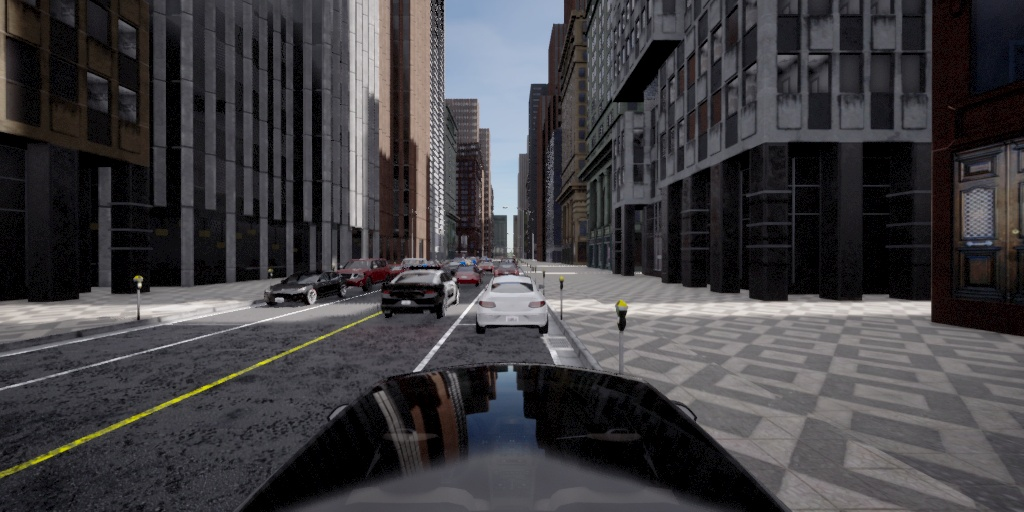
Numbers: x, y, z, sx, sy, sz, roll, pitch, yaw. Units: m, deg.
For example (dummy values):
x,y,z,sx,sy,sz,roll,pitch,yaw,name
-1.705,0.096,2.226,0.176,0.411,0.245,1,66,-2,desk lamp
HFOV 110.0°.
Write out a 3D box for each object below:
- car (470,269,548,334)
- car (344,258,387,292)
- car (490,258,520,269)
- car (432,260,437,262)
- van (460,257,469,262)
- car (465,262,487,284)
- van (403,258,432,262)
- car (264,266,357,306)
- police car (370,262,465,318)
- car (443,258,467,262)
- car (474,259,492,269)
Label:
x,y,z,sx,sy,sz,roll,pitch,yaw,name
0.003,1.275,10.501,1.812,1.442,4.674,0,0,0,car
-8.908,1.064,21.556,2.192,1.841,5.009,0,0,0,car
-0.383,1.189,27.203,1.967,1.591,4.097,0,0,0,car
-8.908,1.189,38.467,1.967,1.591,4.097,0,0,0,car
-8.908,1.090,61.014,1.690,1.789,3.998,0,0,0,van
-3.071,1.313,25.068,1.994,1.385,4.181,0,0,0,car
-8.908,1.090,32.830,1.690,1.789,3.998,0,0,0,van
-8.908,1.315,15.920,1.948,1.339,4.313,0,0,0,car
-3.144,1.174,13.212,1.930,1.638,5.238,0,0,0,police car
-6.233,1.275,37.690,1.812,1.442,4.674,0,0,0,car
-3.062,1.350,42.737,1.895,1.301,4.718,0,0,0,car
